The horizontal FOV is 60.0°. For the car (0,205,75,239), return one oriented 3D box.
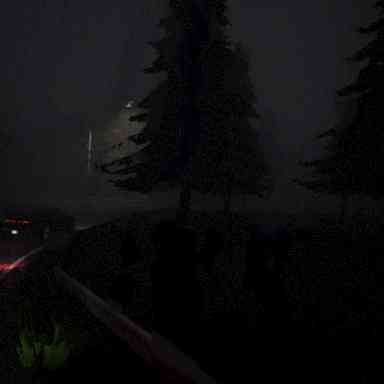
[{"bbox_3d":[-7.400,1.409,16.491,1.837,1.490,4.892,4,1,2],"label":"car"}]
